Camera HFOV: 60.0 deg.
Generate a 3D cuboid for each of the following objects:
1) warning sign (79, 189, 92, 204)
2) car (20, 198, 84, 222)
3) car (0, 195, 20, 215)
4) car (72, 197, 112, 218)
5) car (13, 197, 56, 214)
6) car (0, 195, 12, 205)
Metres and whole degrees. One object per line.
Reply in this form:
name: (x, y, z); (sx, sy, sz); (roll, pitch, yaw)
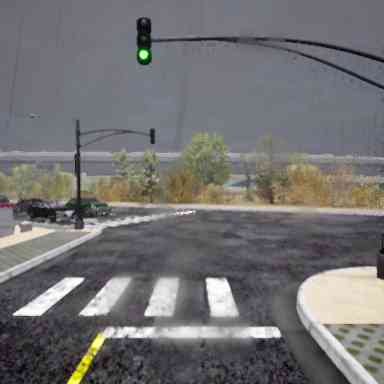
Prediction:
warning sign: (-14.239, 0.605, 44.539); (1.060, 1.860, 1.300); (2, 2, 36)
car: (-11.291, 1.477, 26.690); (4.902, 1.511, 2.128); (0, 2, 36)
car: (-18.745, 1.354, 32.107); (4.553, 1.767, 2.097); (0, 2, 36)
car: (-9.151, 1.204, 29.144); (4.553, 1.767, 2.097); (0, 2, 36)
car: (-16.326, 1.373, 34.371); (4.892, 1.490, 1.837); (0, 2, 36)
car: (-30.850, 1.174, 53.078); (4.674, 1.442, 1.812); (0, 2, 36)
